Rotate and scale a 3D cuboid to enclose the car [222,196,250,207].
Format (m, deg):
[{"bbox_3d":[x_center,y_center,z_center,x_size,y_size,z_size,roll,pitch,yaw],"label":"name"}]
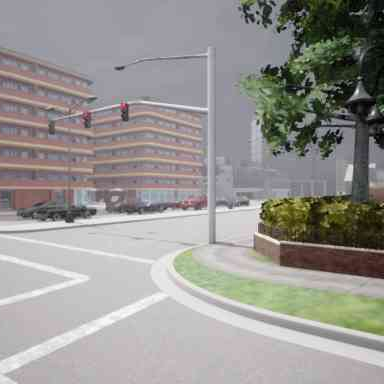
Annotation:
[{"bbox_3d":[6.924,1.348,50.109,2.097,1.767,4.553,0,0,36],"label":"car"}]

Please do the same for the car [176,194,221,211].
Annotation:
[{"bbox_3d":[0.889,1.217,41.831,2.150,2.045,5.566,0,0,36],"label":"car"}]

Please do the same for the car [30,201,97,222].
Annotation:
[{"bbox_3d":[-10.065,1.597,26.765,1.895,1.301,4.718,0,0,33],"label":"car"}]

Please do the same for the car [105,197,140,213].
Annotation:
[{"bbox_3d":[-7.286,1.347,36.518,2.097,1.767,4.553,0,0,35],"label":"car"}]

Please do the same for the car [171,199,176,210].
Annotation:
[{"bbox_3d":[-2.048,1.596,43.745,1.895,1.301,4.718,0,0,36],"label":"car"}]

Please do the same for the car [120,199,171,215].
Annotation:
[{"bbox_3d":[-4.670,1.595,34.174,1.895,1.301,4.718,0,0,36],"label":"car"}]

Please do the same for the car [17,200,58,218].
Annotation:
[{"bbox_3d":[-12.673,1.500,29.093,1.837,1.490,4.892,0,0,36],"label":"car"}]
